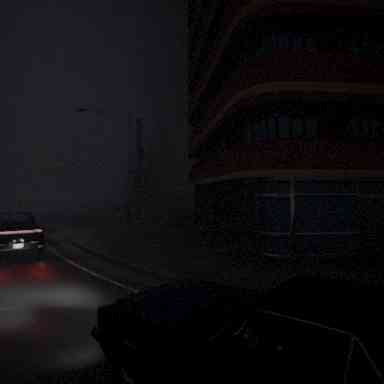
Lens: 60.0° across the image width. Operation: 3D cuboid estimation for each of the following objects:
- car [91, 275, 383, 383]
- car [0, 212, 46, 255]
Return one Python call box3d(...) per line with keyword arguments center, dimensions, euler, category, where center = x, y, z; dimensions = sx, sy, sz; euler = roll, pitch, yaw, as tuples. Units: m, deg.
box3d(center=(1.072, 1.601, 3.442), dimensions=(4.718, 1.301, 1.895), euler=(0, 0, 37), category="car")
box3d(center=(-6.856, 1.493, 12.618), dimensions=(2.128, 1.511, 4.902), euler=(0, 0, -33), category="car")
